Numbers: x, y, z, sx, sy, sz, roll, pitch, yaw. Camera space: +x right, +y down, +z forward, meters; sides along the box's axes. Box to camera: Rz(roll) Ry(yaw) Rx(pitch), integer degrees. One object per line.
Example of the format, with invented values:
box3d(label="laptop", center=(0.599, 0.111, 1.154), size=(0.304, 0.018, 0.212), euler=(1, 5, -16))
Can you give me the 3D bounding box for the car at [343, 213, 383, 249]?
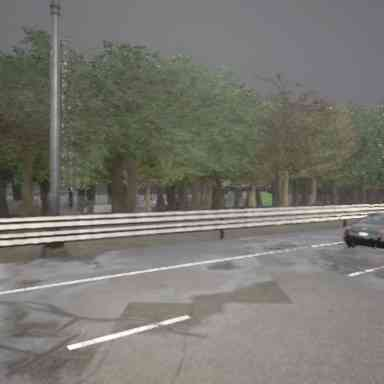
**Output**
box3d(label="car", center=(8.077, 1.553, 13.532), size=(4.181, 1.385, 1.994), euler=(0, 0, -33))
